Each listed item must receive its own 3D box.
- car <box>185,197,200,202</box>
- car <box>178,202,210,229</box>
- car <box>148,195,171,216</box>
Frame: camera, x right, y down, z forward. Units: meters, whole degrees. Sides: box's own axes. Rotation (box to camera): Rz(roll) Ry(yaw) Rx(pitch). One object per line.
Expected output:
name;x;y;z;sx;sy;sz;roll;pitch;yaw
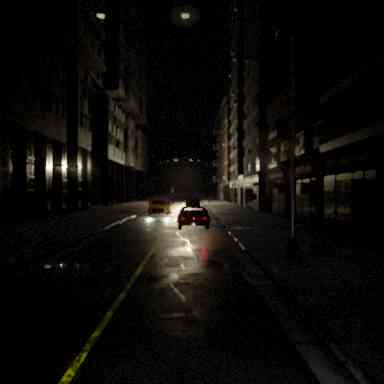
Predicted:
car;0.096;1.338;44.335;1.882;1.535;5.008;0;0;0
car;0.098;1.537;21.211;1.895;1.301;4.718;0;0;0
car;-3.003;1.380;31.446;1.882;1.535;5.008;0;0;0
